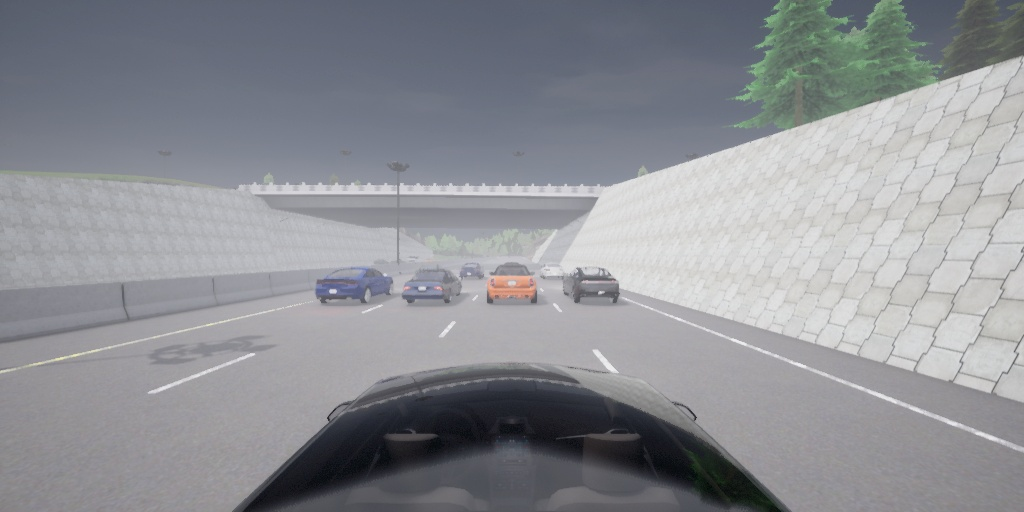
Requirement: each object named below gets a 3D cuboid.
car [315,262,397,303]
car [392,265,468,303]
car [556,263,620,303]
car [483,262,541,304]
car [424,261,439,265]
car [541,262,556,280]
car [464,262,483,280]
[{"bbox_3d":[-7.000,1.232,16.500,1.882,1.535,5.008,0,0,0],"label":"car"},{"bbox_3d":[-3.500,1.310,16.500,2.033,1.411,5.357,0,0,0],"label":"car"},{"bbox_3d":[3.500,1.242,16.500,2.128,1.511,4.902,0,0,0],"label":"car"},{"bbox_3d":[0.000,1.113,16.470,2.097,1.767,4.553,0,0,0],"label":"car"},{"bbox_3d":[-7.000,1.364,31.530,1.895,1.301,4.718,0,0,0],"label":"car"},{"bbox_3d":[3.500,1.280,31.500,1.812,1.442,4.674,0,0,0],"label":"car"},{"bbox_3d":[-3.500,1.280,31.500,1.812,1.442,4.674,0,0,0],"label":"car"}]
